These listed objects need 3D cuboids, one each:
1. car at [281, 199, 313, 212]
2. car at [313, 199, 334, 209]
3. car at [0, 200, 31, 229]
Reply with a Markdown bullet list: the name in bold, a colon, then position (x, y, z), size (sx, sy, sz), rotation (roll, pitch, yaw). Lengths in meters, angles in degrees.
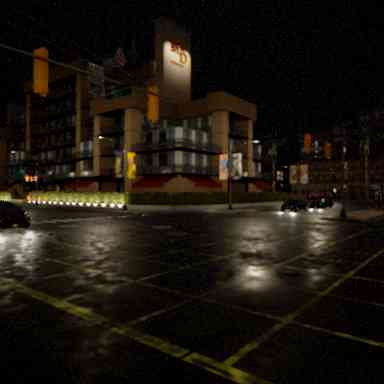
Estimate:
- **car**: position (12.237, 1.569, 39.523), size (1.837, 1.490, 4.892), rotation (0, 0, 39)
- **car**: position (18.423, 1.639, 47.063), size (2.033, 1.411, 5.357), rotation (0, 0, 40)
- **car**: position (-11.642, 1.302, 20.105), size (4.553, 1.767, 2.097), rotation (0, 0, 39)
